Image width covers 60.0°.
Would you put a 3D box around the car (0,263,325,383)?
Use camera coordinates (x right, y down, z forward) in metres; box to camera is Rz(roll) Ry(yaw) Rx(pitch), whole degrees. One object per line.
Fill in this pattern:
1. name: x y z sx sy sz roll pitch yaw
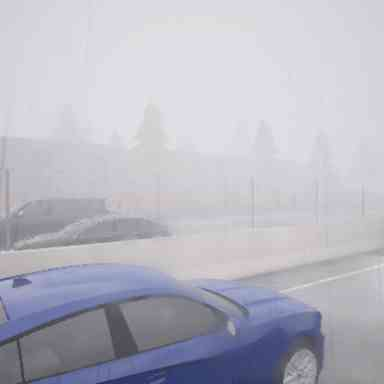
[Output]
1. car: -0.734 1.477 3.222 5.008 1.535 1.882 0 0 -35

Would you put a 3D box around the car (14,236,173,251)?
1. car: -2.939 1.503 10.493 4.892 1.490 1.837 0 0 -35
